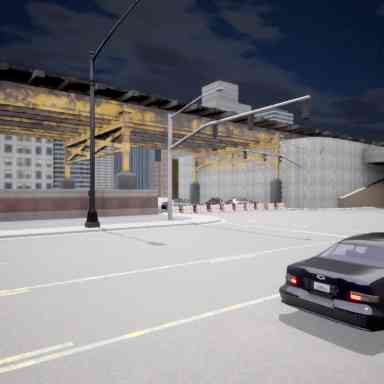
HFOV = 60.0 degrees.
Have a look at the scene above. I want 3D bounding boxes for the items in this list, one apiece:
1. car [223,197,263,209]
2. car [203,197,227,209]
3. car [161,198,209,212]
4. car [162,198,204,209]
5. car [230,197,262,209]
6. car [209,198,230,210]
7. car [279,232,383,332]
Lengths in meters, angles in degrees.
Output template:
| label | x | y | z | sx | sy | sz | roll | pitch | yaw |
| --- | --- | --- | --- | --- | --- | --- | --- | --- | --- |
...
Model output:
| label | x | y | z | sx | sy | sz | roll | pitch | yaw |
| --- | --- | --- | --- | --- | --- | --- | --- | --- | --- |
| car | 6.744 | 1.452 | 44.268 | 4.974 | 1.542 | 2.038 | 0 | 0 | -7 |
| car | 2.850 | 1.295 | 40.558 | 1.853 | 1.218 | 4.536 | 0 | 0 | 18 |
| car | -0.911 | 1.453 | 37.823 | 4.974 | 1.542 | 2.038 | 0 | 0 | 8 |
| car | -0.962 | 1.295 | 37.830 | 4.536 | 1.218 | 1.853 | 0 | 0 | 8 |
| car | 6.693 | 1.295 | 44.262 | 4.536 | 1.218 | 1.853 | 0 | 0 | -7 |
| car | 2.834 | 1.453 | 40.508 | 2.038 | 1.542 | 4.974 | 0 | 0 | 18 |
| car | 4.098 | 1.547 | 6.701 | 5.357 | 1.411 | 2.033 | 0 | 0 | -35 |
